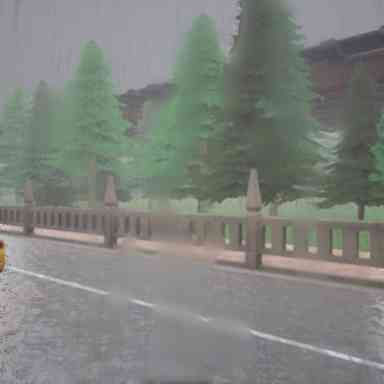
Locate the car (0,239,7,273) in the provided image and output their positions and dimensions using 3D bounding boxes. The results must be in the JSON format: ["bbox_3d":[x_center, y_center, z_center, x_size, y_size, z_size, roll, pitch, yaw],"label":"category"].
[{"bbox_3d":[-6.919,1.484,8.901,5.008,1.535,1.882,0,0,36],"label":"car"}]
